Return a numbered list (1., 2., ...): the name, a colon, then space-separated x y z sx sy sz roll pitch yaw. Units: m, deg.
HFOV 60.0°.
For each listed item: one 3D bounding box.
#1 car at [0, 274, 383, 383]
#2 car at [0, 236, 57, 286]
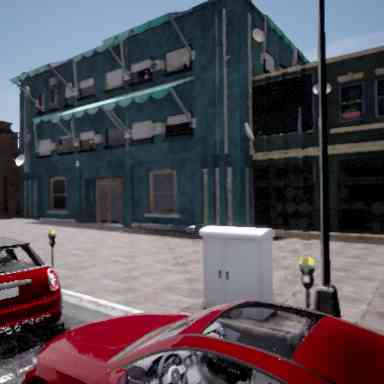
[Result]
1. car: 0.362 1.583 2.628 4.206 1.307 1.802 0 -1 35
2. car: -4.166 1.463 5.835 4.097 1.590 1.967 0 -1 35
